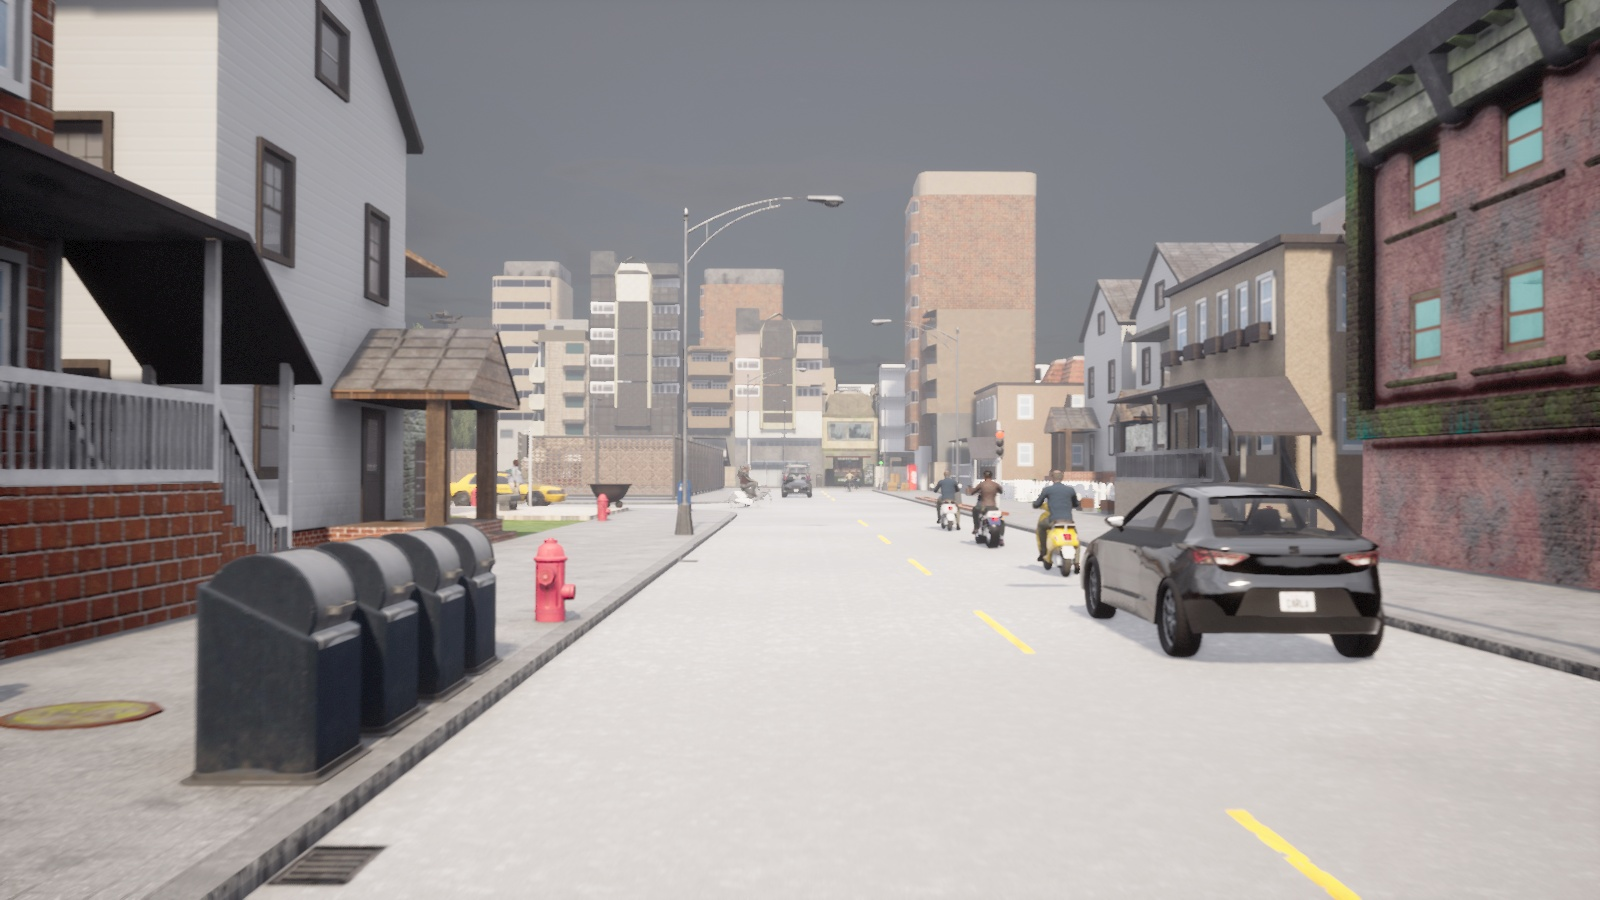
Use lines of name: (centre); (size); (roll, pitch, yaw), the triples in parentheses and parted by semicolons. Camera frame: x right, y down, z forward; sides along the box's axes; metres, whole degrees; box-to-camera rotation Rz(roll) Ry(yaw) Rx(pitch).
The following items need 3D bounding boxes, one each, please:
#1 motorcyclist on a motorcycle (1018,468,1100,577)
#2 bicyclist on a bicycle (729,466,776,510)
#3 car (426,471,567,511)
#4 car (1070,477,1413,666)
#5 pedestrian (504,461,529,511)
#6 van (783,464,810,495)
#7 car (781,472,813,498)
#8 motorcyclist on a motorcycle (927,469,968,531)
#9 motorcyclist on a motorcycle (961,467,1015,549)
motorcyclist on a motorcycle: (3.949, 1.075, 19.306); (0.866, 1.590, 1.817); (0, -1, 0)
bicyclist on a bicycle: (-1.970, 1.564, 51.997); (1.843, 1.776, 0.659); (0, -2, -17)
car: (-12.350, 1.662, 51.313); (5.366, 1.575, 1.801); (0, -1, 0)
car: (3.968, 1.015, 12.108); (1.816, 1.474, 4.193); (0, -1, 0)
pedestrian: (-10.733, 1.360, 47.547); (0.900, 1.855, 0.874); (0, -1, -14)
van: (-0.202, 1.967, 83.543); (1.775, 1.987, 4.442); (0, -1, 0)
car: (-0.148, 2.082, 74.874); (1.816, 1.474, 4.193); (0, -1, 1)
motorcyclist on a motorcycle: (3.924, 1.314, 33.530); (0.866, 1.590, 1.817); (0, -1, 0)
motorcyclist on a motorcycle: (3.931, 1.192, 26.462); (0.766, 1.649, 2.350); (0, -1, 0)
